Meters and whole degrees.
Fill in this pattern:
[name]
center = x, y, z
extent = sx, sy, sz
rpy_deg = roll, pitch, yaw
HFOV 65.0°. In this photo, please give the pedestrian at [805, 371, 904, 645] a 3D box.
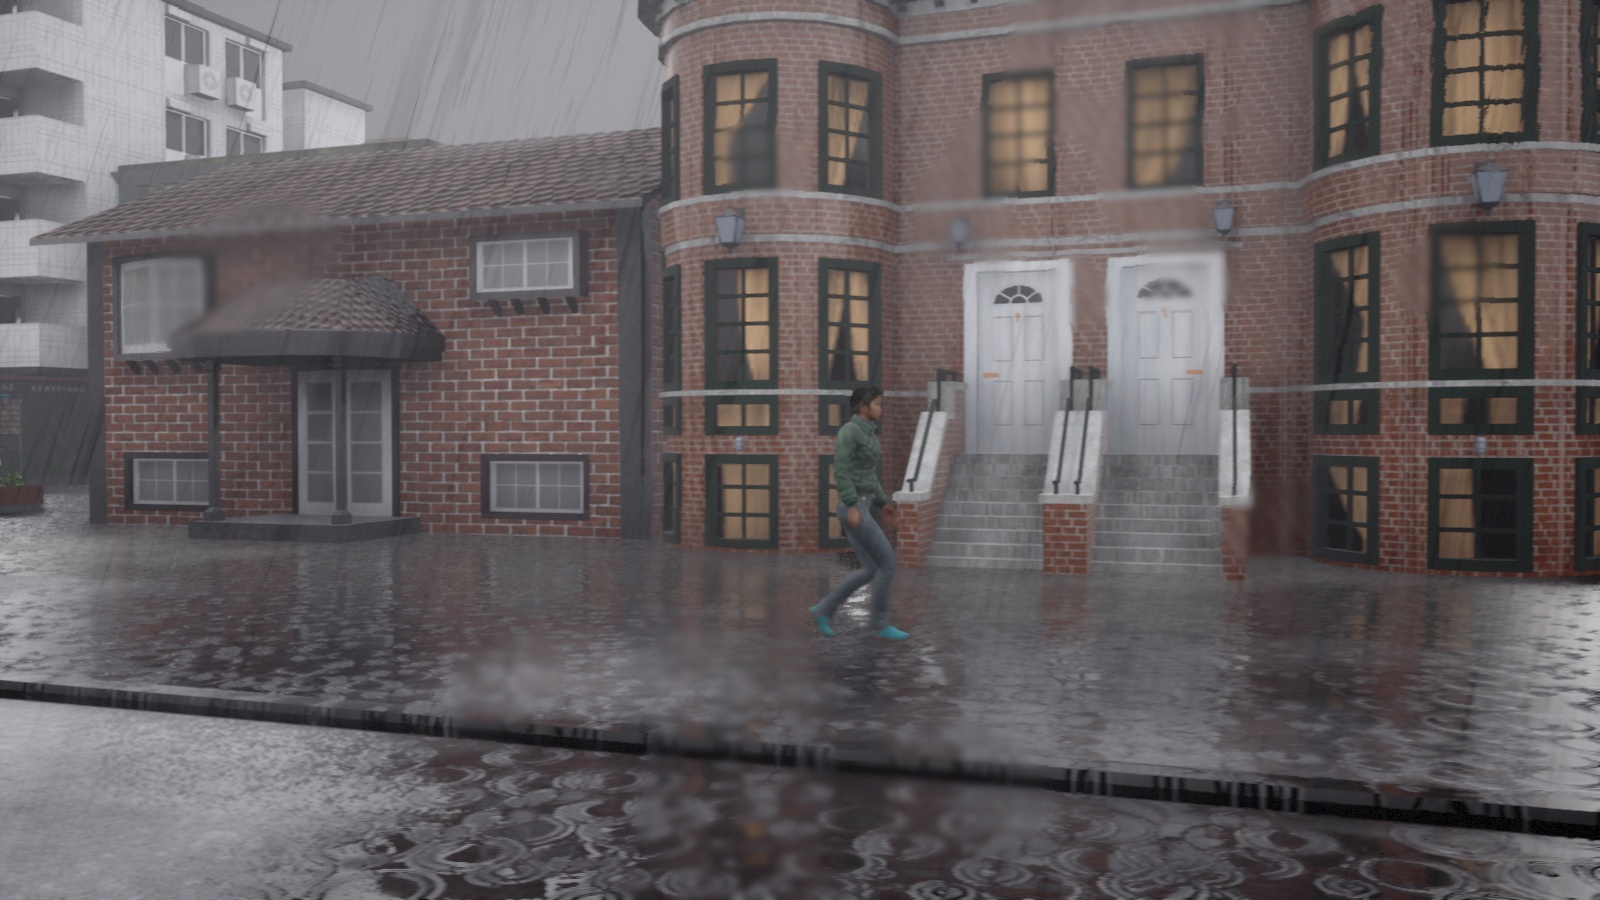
[pedestrian]
center = 0.380, 0.388, 8.696
extent = 0.614, 1.847, 0.353
rpy_deg = 1, 1, 13
